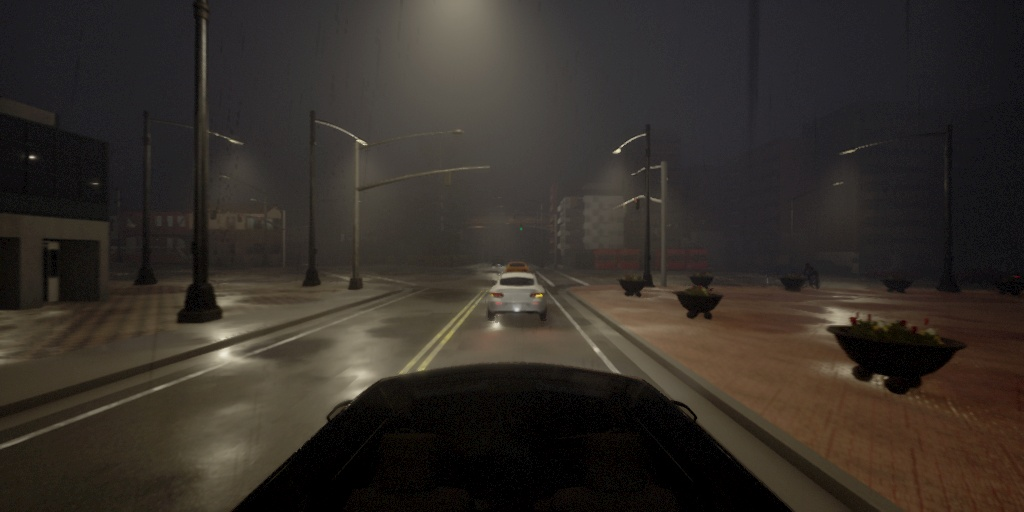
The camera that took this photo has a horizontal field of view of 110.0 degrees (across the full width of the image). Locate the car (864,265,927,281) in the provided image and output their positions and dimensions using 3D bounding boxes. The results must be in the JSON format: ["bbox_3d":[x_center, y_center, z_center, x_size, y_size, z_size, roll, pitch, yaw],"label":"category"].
[{"bbox_3d":[41.311,1.972,38.927,4.718,1.301,1.895,1,0,1],"label":"car"}]

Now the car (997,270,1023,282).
[{"bbox_3d":[42.415,1.899,28.316,4.902,1.511,2.128,1,0,1],"label":"car"}]

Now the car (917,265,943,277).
[{"bbox_3d":[48.060,1.702,42.327,4.181,1.385,1.994,1,0,0],"label":"car"}]

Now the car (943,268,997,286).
[{"bbox_3d":[42.212,1.876,31.820,5.008,1.535,1.882,1,0,1],"label":"car"}]

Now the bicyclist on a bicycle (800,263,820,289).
[{"bbox_3d":[18.748,1.272,22.614,0.582,1.620,1.656,1,0,0],"label":"bicyclist on a bicycle"}]

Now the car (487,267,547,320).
[{"bbox_3d":[0.186,1.263,12.431,1.812,1.442,4.674,0,0,1],"label":"car"}]

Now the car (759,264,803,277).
[{"bbox_3d":[31.902,1.713,42.508,4.674,1.442,1.812,1,0,0],"label":"car"}]

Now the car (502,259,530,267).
[{"bbox_3d":[0.420,1.220,29.107,1.882,1.535,5.008,0,0,1],"label":"car"}]
